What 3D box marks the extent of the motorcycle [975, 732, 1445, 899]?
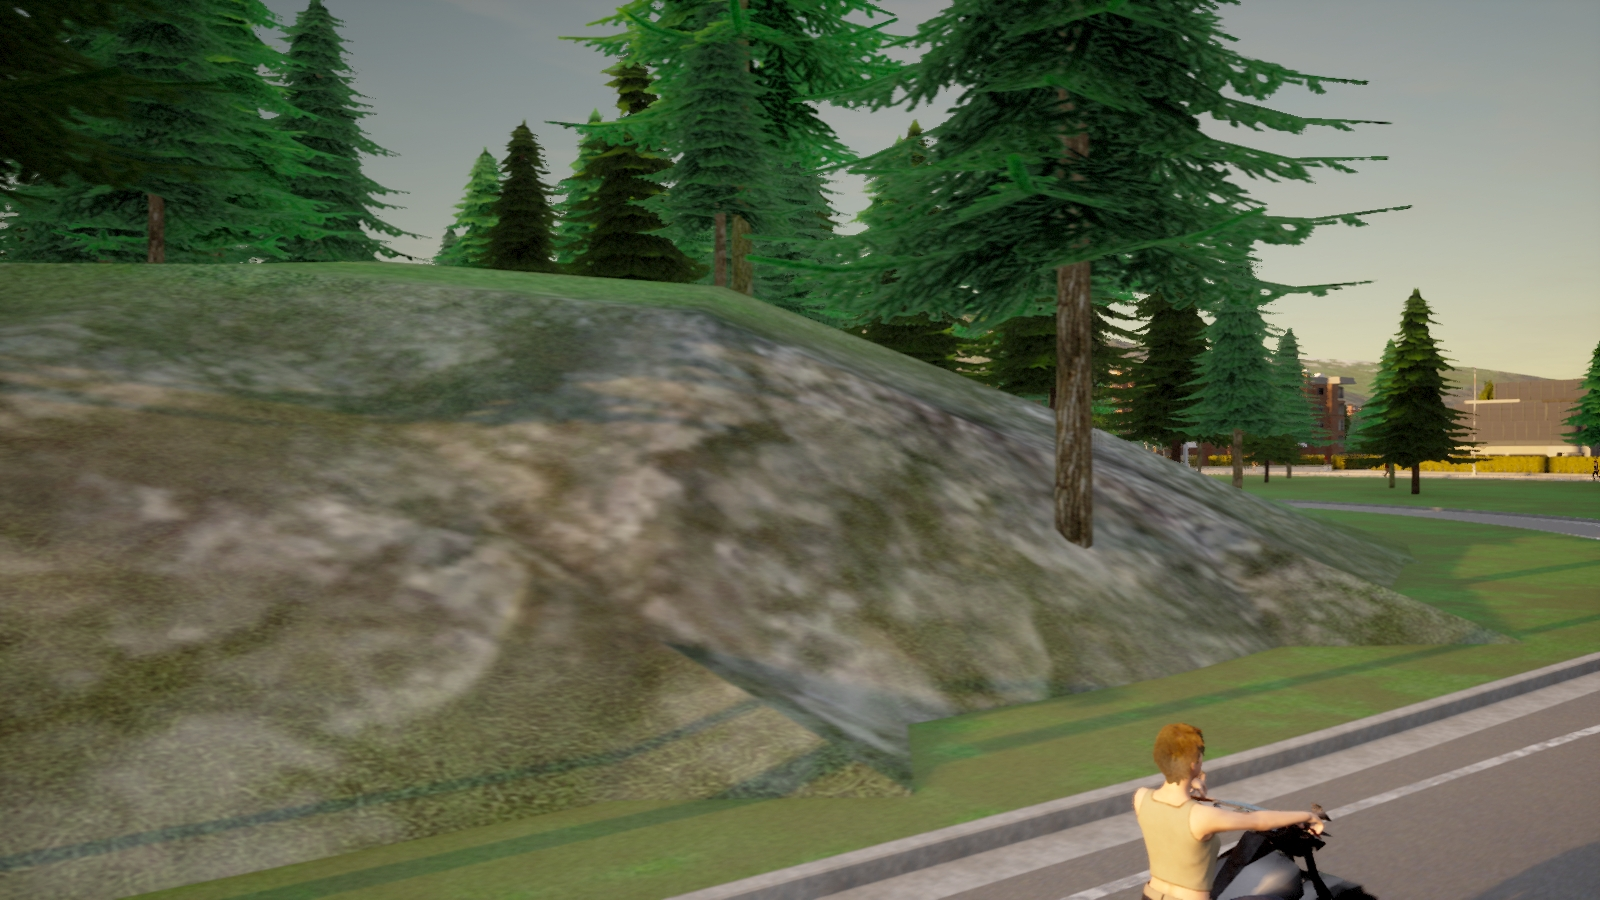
[{"bbox_3d":[1.912,2.156,5.120,2.356,1.307,0.764,0,0,-35],"label":"motorcycle"}]
